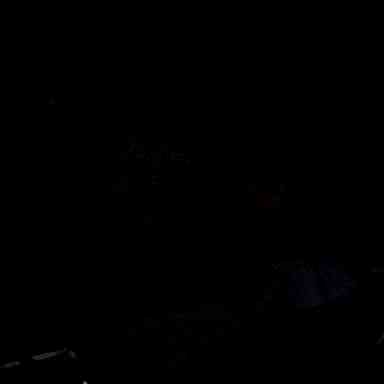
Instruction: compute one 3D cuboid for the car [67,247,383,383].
[{"bbox_3d":[1.154,1.584,4.815,5.357,1.411,2.033,1,0,-35],"label":"car"}]
